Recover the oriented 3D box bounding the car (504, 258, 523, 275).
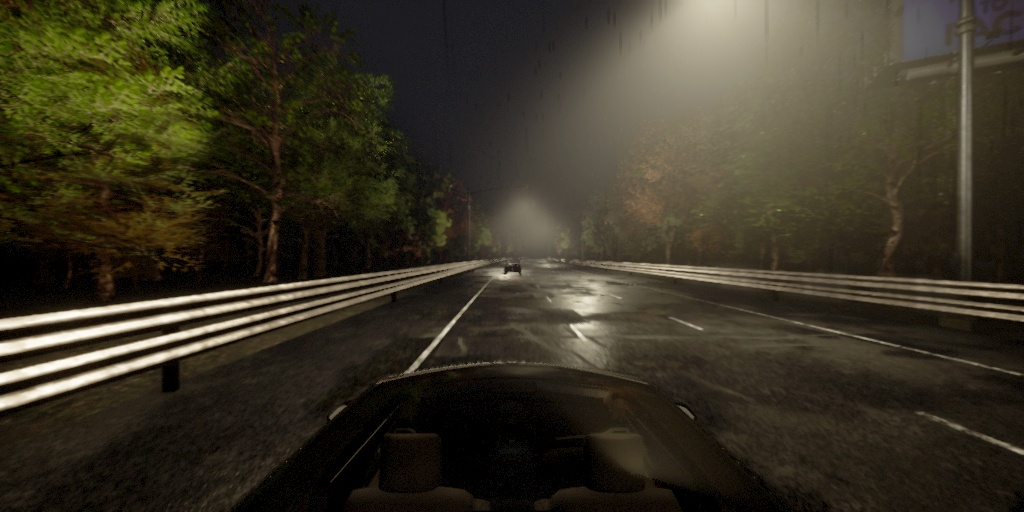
[{"bbox_3d":[0.134,1.265,40.017,2.128,1.511,4.902,0,0,1],"label":"car"}]
